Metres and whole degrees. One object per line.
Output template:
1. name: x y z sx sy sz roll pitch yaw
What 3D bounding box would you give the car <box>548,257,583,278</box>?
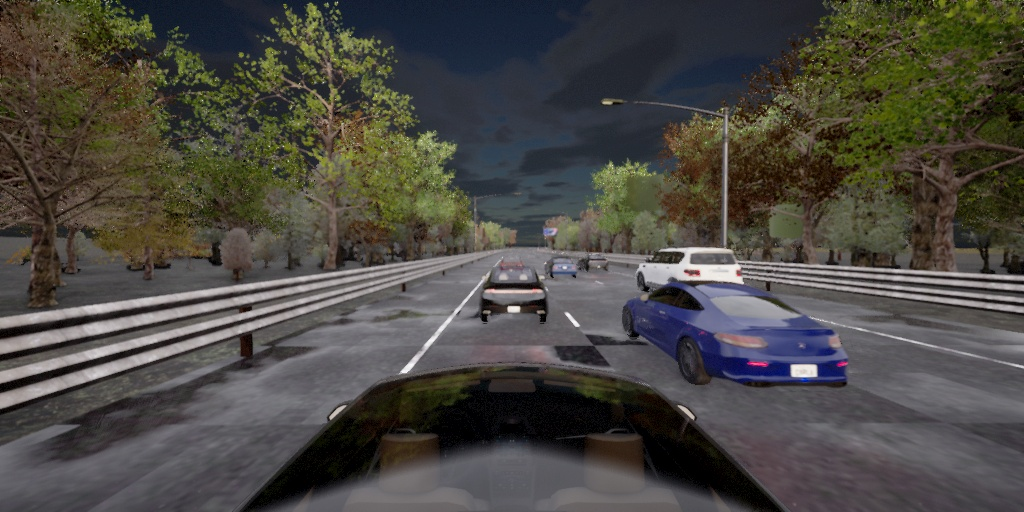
1. car: 3.480 0.766 26.177 2.033 1.411 5.357 0 1 0

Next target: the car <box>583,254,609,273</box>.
1. car: 6.967 0.601 31.138 2.128 1.511 4.902 0 1 0

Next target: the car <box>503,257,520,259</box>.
1. car: -0.028 0.745 29.618 1.895 1.301 4.718 0 1 0

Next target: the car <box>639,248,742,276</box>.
1. car: 7.038 0.686 14.873 2.150 2.045 5.566 0 1 0

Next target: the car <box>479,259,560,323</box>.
1. car: 0.044 1.037 11.191 2.128 1.511 4.902 0 1 0

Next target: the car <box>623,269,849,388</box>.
1. car: 3.536 1.169 6.635 1.812 1.442 4.674 0 1 0
